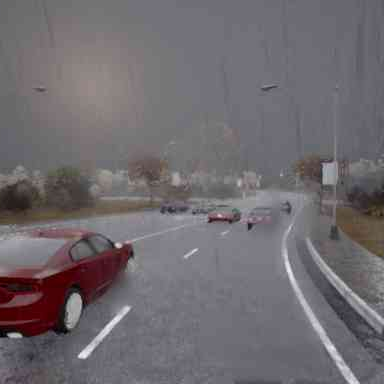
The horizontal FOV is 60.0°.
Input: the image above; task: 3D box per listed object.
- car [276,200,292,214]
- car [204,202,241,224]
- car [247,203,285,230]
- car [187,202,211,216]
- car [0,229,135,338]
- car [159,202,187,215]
[{"bbox_3d":[10.554,1.701,38.688,2.128,1.511,4.902,1,1,19],"label":"car"},{"bbox_3d":[2.722,1.752,26.891,1.994,1.385,4.181,1,0,19],"label":"car"},{"bbox_3d":[5.009,1.761,22.891,2.033,1.411,5.357,1,0,19],"label":"car"},{"bbox_3d":[1.421,1.715,34.491,1.994,1.385,4.181,1,0,20],"label":"car"},{"bbox_3d":[-2.658,1.507,6.904,1.882,1.535,5.008,0,0,7],"label":"car"},{"bbox_3d":[-1.831,1.711,35.796,1.895,1.301,4.718,1,0,20],"label":"car"}]
